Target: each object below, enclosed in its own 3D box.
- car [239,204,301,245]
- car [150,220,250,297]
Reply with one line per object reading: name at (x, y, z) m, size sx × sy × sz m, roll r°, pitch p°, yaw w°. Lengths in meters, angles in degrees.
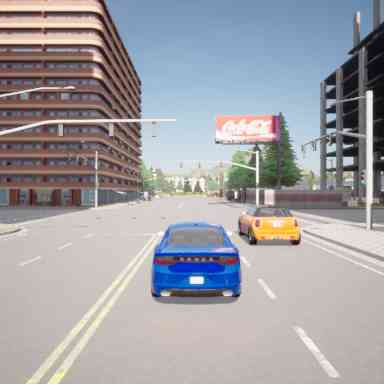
car at (3.472, 1.352, 15.708) m, size 2.097 × 1.767 × 4.553 m, roll 0°, pitch 0°, yaw 0°
car at (0.084, 1.478, 8.619) m, size 1.882 × 1.535 × 5.008 m, roll 0°, pitch 0°, yaw 0°
